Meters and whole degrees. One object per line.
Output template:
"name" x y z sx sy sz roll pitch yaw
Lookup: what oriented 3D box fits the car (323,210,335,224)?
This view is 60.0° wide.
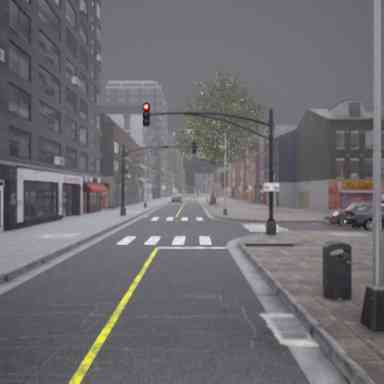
"car" 10.933 1.424 22.144 4.097 1.590 1.967 0 0 0

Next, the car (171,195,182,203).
"car" -2.781 1.323 61.057 2.033 1.411 5.357 0 0 1

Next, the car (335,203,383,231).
"car" 11.408 1.493 19.503 4.892 1.490 1.837 0 0 0
